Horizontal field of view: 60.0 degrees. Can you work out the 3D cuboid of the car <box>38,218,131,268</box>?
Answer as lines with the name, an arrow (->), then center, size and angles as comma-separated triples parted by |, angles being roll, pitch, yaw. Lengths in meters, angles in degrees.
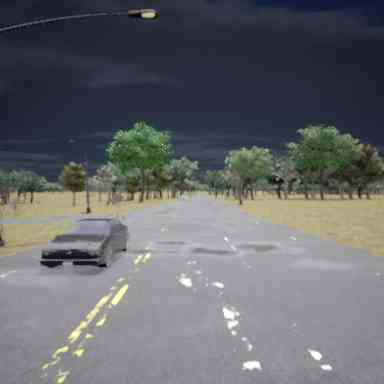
car -> -3.467, 1.649, 11.936 | 2.033, 1.411, 5.357 | 0, -1, 0

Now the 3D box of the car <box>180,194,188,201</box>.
car -> -2.203, 1.508, 93.822 | 2.150, 2.045, 5.566 | 0, 0, 2
